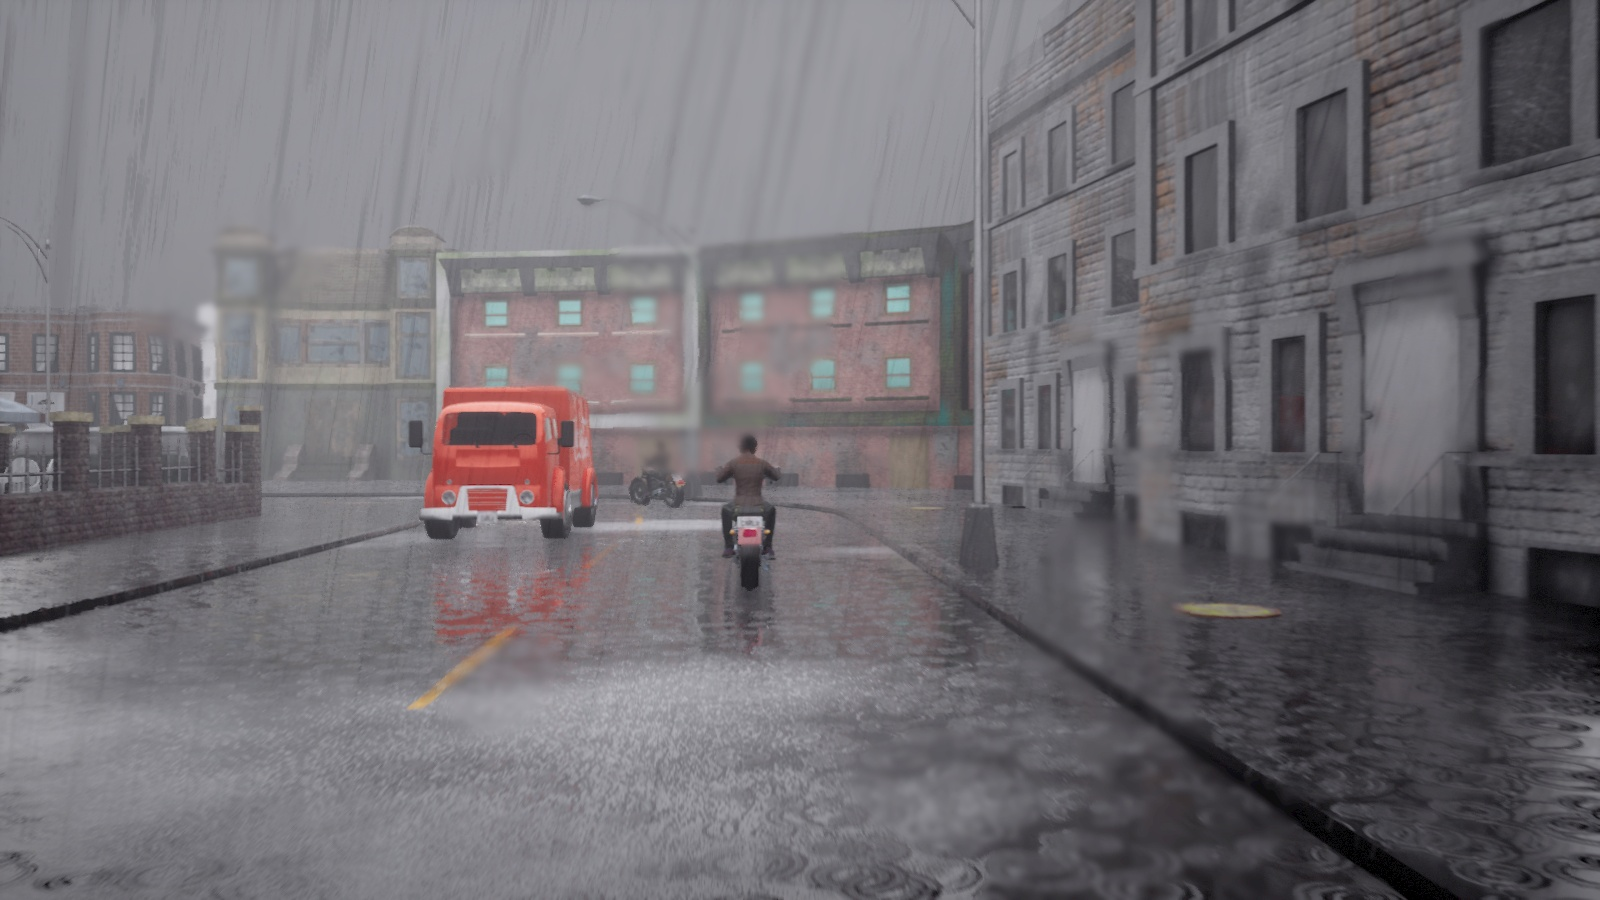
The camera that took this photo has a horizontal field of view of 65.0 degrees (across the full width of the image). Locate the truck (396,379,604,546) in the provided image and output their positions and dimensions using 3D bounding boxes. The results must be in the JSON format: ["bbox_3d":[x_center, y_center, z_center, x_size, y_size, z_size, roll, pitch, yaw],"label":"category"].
[{"bbox_3d":[-4.873,0.178,21.315,2.627,2.467,5.204,0,0,-4],"label":"truck"}]

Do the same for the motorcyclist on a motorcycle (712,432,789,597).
[{"bbox_3d":[-0.553,0.644,13.776,0.766,1.649,2.350,0,0,-3],"label":"motorcyclist on a motorcycle"}]

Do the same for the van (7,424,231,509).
[{"bbox_3d":[-16.445,0.382,30.500,4.442,1.987,1.775,0,0,-3],"label":"van"}]

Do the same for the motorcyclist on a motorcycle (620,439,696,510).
[{"bbox_3d":[-3.499,0.581,30.710,0.766,1.649,2.350,-2,1,-35],"label":"motorcyclist on a motorcycle"}]
